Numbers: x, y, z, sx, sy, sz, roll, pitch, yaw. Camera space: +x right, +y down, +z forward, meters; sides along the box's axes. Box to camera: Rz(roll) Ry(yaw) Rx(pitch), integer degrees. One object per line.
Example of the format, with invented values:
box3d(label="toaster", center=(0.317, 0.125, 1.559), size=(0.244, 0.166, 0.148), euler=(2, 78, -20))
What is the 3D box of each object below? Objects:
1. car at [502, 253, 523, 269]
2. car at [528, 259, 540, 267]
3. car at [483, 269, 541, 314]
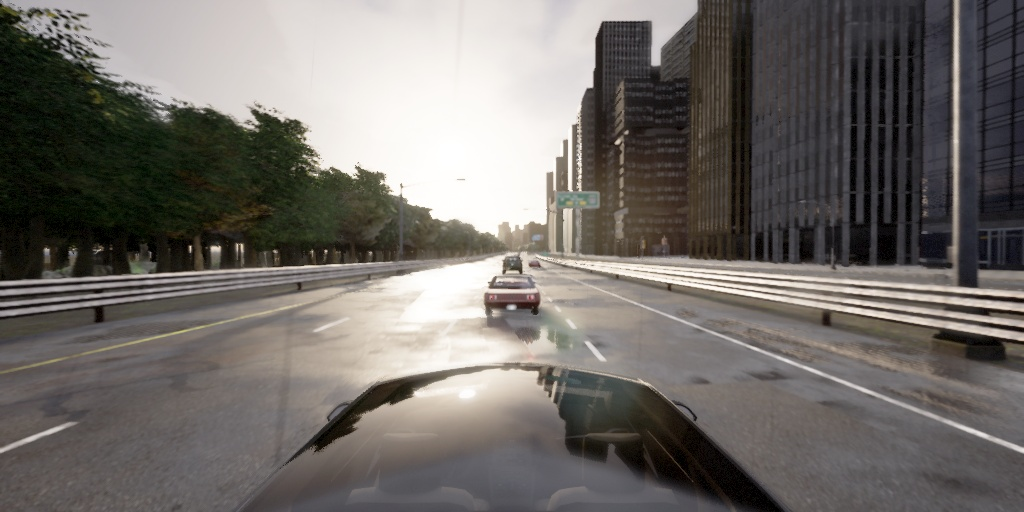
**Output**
box3d(label="car", center=(0.066, 0.973, 39.831), size=(2.150, 2.045, 5.566), euler=(0, 0, 0))
box3d(label="car", center=(3.847, 1.254, 62.398), size=(1.994, 1.385, 4.181), euler=(0, 0, 1))
box3d(label="car", center=(-0.005, 1.362, 13.789), size=(1.895, 1.301, 4.718), euler=(0, 0, 0))
